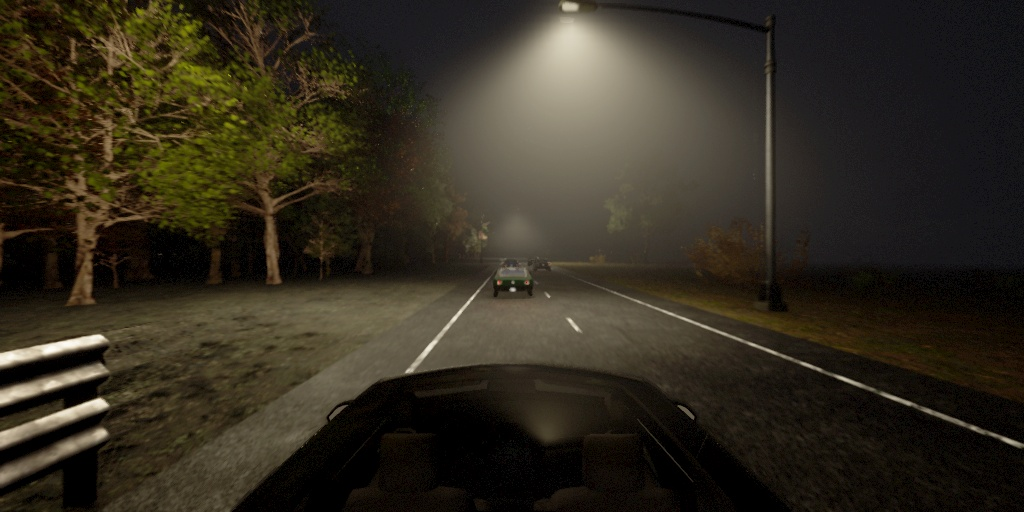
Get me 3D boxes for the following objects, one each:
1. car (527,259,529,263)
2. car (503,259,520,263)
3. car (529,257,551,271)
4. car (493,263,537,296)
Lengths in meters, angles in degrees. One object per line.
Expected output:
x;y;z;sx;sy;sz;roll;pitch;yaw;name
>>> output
3.327;0.816;55.430;2.128;1.511;4.902;0;1;0;car
-0.050;1.007;39.910;2.033;1.411;5.357;0;0;0;car
3.353;0.987;40.799;2.033;1.411;5.357;0;0;0;car
0.046;1.227;18.415;1.895;1.301;4.718;0;0;0;car
